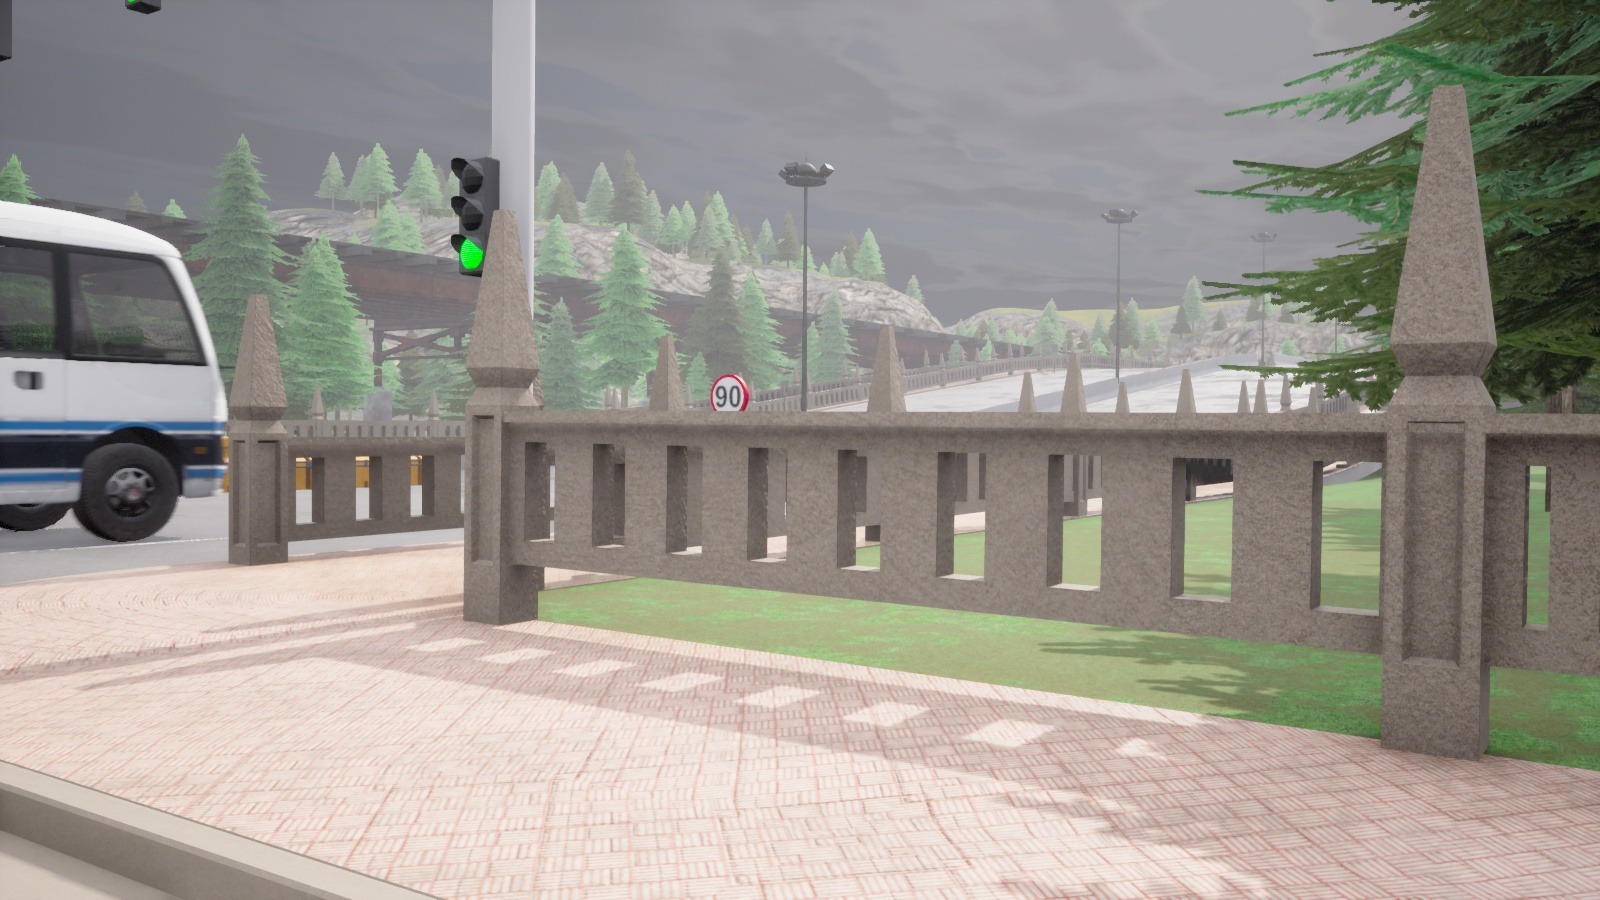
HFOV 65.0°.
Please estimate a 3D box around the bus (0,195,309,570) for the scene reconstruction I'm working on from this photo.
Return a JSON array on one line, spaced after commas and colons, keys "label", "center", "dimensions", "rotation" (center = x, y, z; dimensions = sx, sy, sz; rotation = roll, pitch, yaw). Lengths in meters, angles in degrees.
[{"label": "bus", "center": [-11.389, -0.738, 14.347], "dimensions": [3.944, 4.253, 10.273], "rotation": [0, 1, 34]}]
